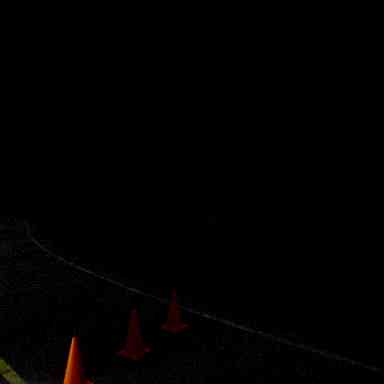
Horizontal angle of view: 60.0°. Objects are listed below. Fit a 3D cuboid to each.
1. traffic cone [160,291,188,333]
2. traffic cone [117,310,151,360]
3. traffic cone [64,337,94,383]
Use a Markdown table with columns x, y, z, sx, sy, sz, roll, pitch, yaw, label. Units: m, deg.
| x | y | z | sx | sy | sz | roll | pitch | yaw | label |
| --- | --- | --- | --- | --- | --- | --- | --- | --- | --- |
| -0.289 | 1.931 | 5.475 | 0.340 | 0.580 | 0.340 | 1 | 1 | 31 | traffic cone |
| -0.809 | 1.938 | 4.624 | 0.340 | 0.580 | 0.340 | 1 | 1 | 31 | traffic cone |
| -1.328 | 1.945 | 3.774 | 0.340 | 0.580 | 0.340 | 1 | 1 | 31 | traffic cone |
